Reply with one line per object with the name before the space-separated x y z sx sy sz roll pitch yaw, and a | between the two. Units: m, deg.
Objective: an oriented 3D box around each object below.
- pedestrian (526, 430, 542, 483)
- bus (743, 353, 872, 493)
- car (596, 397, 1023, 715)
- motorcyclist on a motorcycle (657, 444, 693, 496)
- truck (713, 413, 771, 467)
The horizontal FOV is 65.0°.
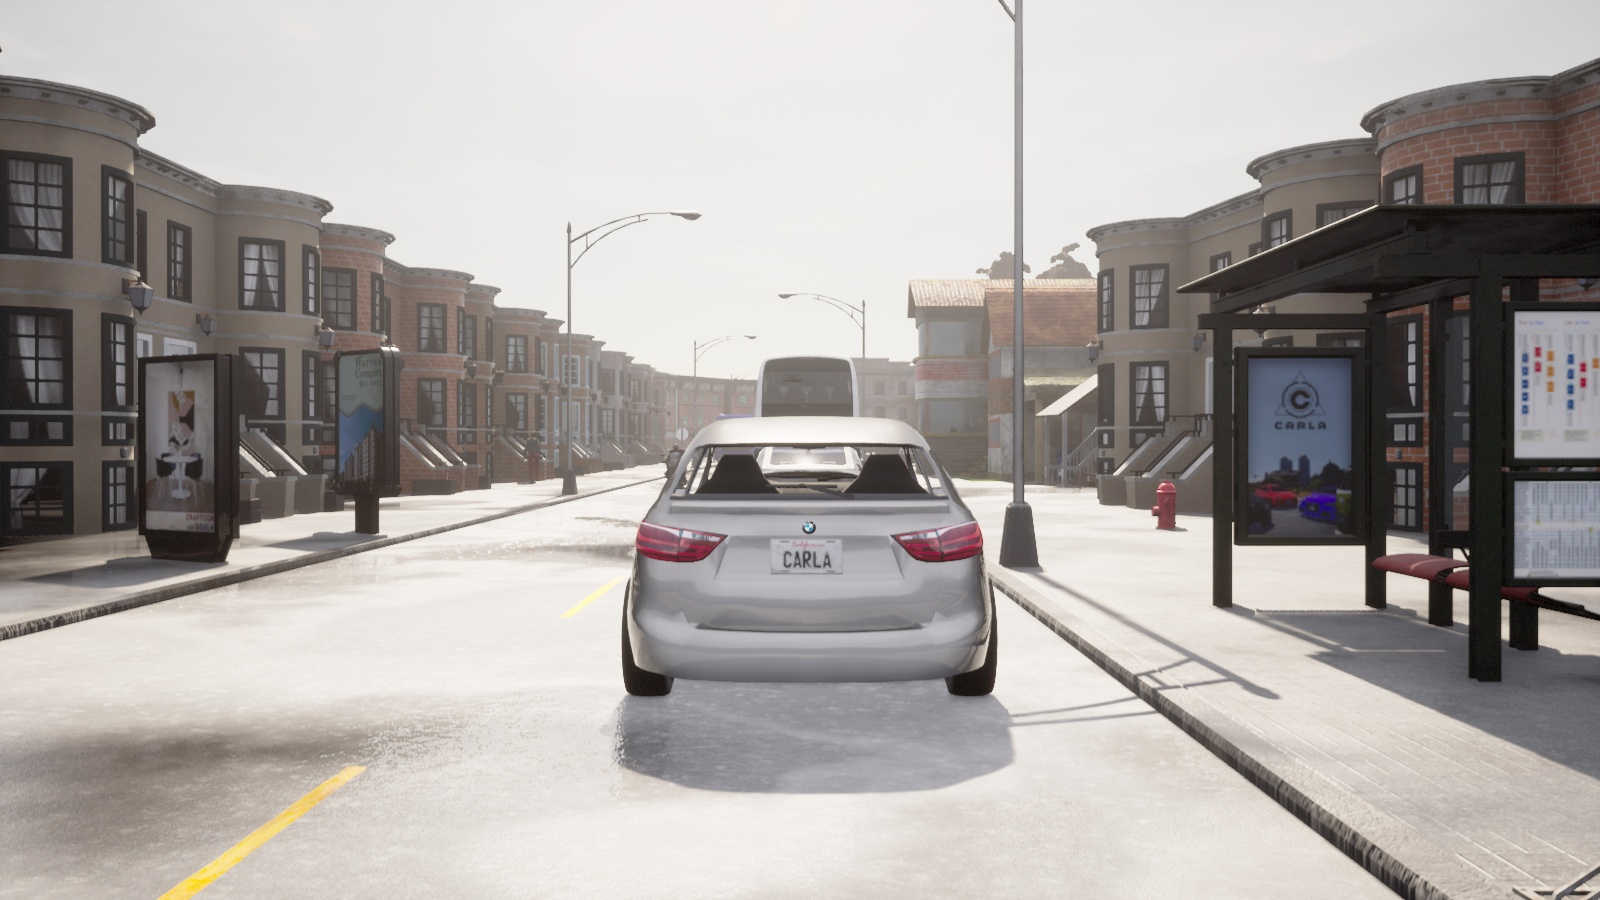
pedestrian | -9.381 0.228 44.307 0.353 1.847 0.614 0 0 7
bus | 0.261 -0.846 43.367 3.944 4.253 10.273 0 0 0
car | 0.064 0.547 8.896 2.242 1.667 4.611 0 0 0
motorcyclist on a motorcycle | -3.770 0.589 38.053 0.866 1.530 2.191 0 0 0
truck | -3.797 -0.658 84.125 2.891 3.462 7.936 0 0 5
